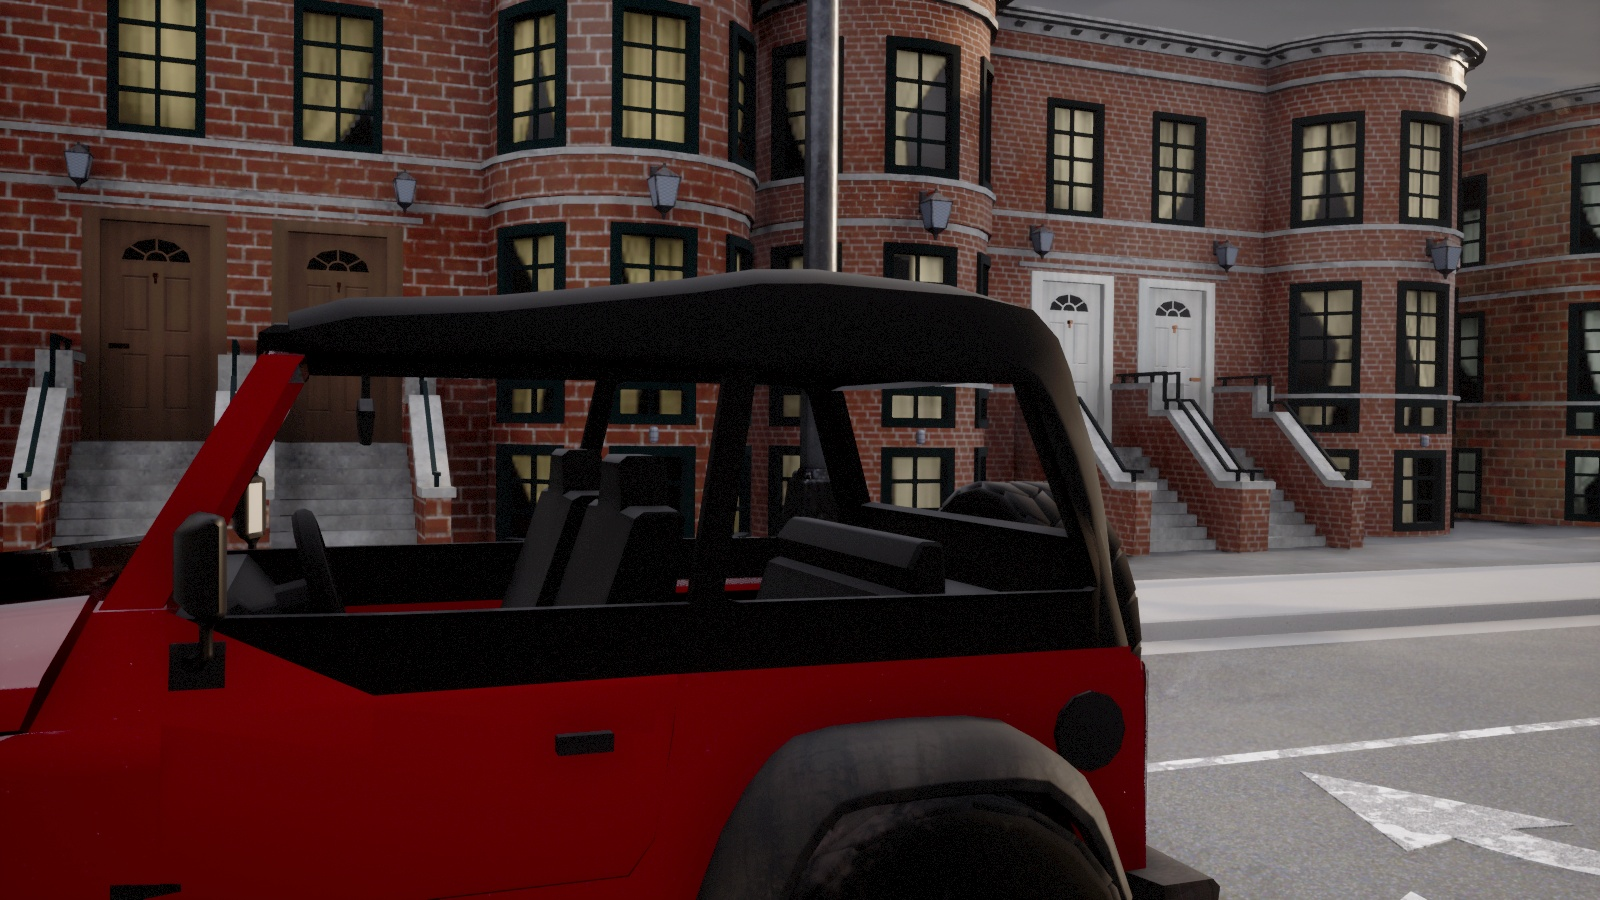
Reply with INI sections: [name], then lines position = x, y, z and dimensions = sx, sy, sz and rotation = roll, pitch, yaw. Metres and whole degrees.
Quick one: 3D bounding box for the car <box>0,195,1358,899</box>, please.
[car]
position = -0.955, 0.557, 2.881
dimensions = 3.866, 1.878, 1.905
rotation = -1, 1, -21
